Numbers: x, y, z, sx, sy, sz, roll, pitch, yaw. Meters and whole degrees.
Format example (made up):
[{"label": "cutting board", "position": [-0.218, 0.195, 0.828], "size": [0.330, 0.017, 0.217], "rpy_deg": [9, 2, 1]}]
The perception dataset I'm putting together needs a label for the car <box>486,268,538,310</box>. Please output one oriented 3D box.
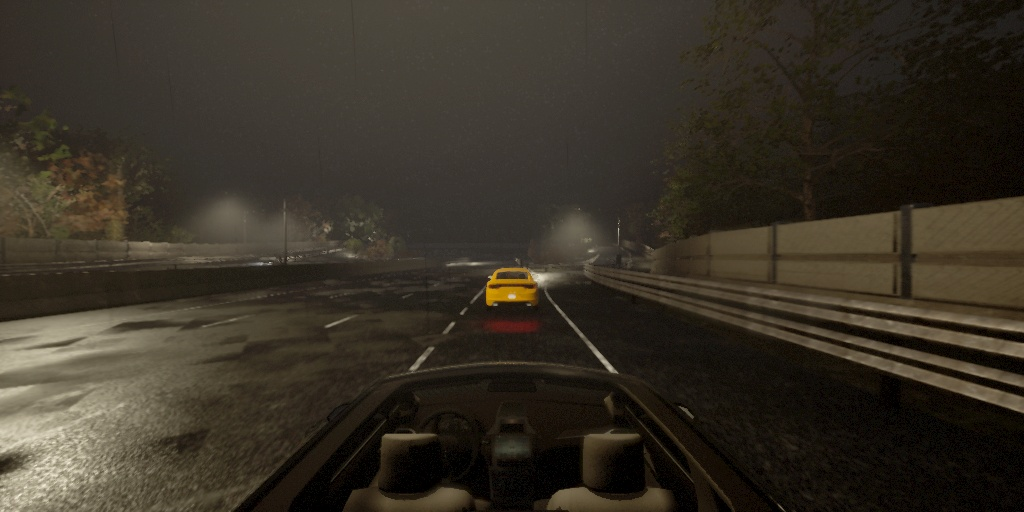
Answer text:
[{"label": "car", "position": [0.043, 1.232, 14.714], "size": [1.882, 1.535, 5.008], "rpy_deg": [0, 0, 1]}]
